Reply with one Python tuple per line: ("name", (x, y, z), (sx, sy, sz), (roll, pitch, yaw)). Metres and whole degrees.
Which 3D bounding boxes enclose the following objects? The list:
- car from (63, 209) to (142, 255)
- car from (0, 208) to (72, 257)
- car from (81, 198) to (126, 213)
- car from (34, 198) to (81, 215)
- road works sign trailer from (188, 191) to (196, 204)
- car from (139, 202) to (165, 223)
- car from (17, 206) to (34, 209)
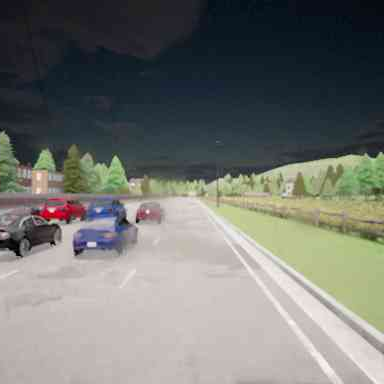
("car", (-3.469, 1.676, 13.872), (1.812, 1.442, 4.674), (0, 0, 1))
("car", (-6.973, 1.640, 13.494), (2.128, 1.511, 4.902), (0, 0, 0))
("car", (-6.977, 1.523, 27.549), (2.150, 2.045, 5.566), (0, 0, 0))
("car", (-10.477, 1.523, 27.567), (2.150, 2.045, 5.566), (0, 0, 0))
("road works sign trailer", (0.032, 1.452, 91.703), (2.380, 3.560, 2.880), (0, -1, 0))
("car", (-3.468, 1.658, 28.410), (2.097, 1.767, 4.553), (0, -1, 0))
("car", (-13.964, 1.874, 28.577), (1.994, 1.385, 4.181), (0, -1, 0))
